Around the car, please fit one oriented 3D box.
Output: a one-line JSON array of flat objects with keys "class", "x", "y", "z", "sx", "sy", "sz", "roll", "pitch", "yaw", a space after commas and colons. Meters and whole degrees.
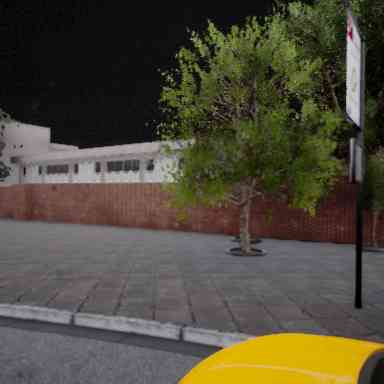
[{"class": "car", "x": 2.121, "y": 1.477, "z": 1.447, "sx": 5.008, "sy": 1.535, "sz": 1.882, "roll": 0, "pitch": 0, "yaw": 29}]
